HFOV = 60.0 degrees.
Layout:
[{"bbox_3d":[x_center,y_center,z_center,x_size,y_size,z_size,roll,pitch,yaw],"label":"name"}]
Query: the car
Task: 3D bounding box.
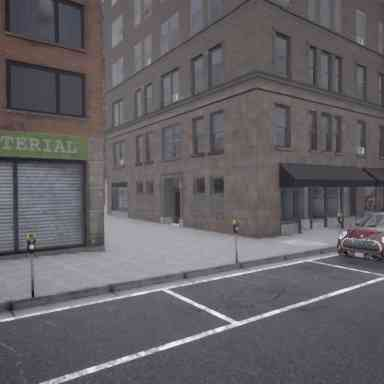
[{"bbox_3d":[6.841,1.438,11.555,4.097,1.590,1.967,0,-1,-36],"label":"car"}]
